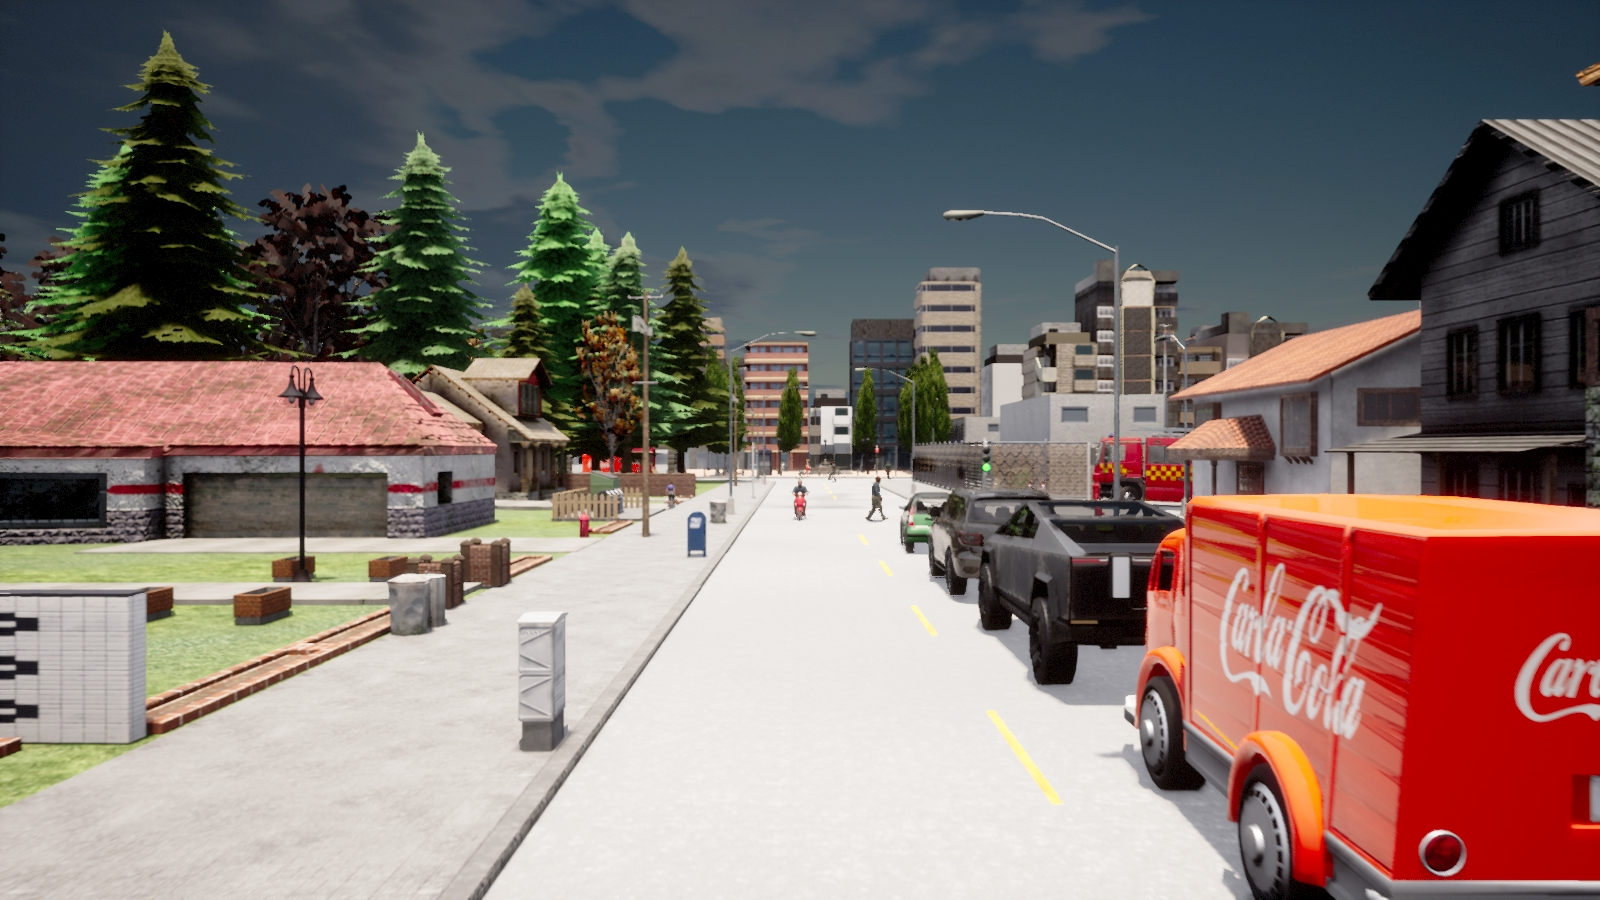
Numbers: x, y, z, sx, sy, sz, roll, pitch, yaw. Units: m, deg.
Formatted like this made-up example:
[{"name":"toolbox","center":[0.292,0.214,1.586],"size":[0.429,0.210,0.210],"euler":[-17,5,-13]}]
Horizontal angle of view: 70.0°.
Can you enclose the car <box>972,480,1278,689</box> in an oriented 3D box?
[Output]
[{"name":"car","center":[3.983,1.534,15.488],"size":[2.390,2.098,6.274],"euler":[0,0,0]}]

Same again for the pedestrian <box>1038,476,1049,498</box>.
[{"name":"pedestrian","center":[12.553,1.896,58.994],"size":[0.500,1.100,0.500],"euler":[0,0,4]}]

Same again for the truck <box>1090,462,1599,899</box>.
[{"name":"truck","center":[3.994,1.348,7.998],"size":[2.627,2.467,5.204],"euler":[0,0,0]}]

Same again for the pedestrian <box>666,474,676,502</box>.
[{"name":"pedestrian","center":[-5.928,1.754,52.558],"size":[0.375,1.300,0.375],"euler":[0,0,3]}]

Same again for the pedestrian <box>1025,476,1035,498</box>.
[{"name":"pedestrian","center":[11.881,1.897,59.021],"size":[0.500,1.100,0.500],"euler":[0,0,13]}]

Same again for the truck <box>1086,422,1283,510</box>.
[{"name":"truck","center":[17.951,0.670,53.709],"size":[8.468,3.827,2.891],"euler":[1,1,19]}]

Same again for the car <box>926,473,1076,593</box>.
[{"name":"car","center":[3.947,1.562,23.468],"size":[2.150,2.045,5.566],"euler":[0,0,1]}]

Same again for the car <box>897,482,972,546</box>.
[{"name":"car","center":[3.795,1.781,32.830],"size":[1.851,1.617,3.988],"euler":[0,0,2]}]

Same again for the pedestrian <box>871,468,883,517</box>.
[{"name":"pedestrian","center":[2.978,1.629,44.191],"size":[0.375,1.860,0.375],"euler":[0,0,13]}]
